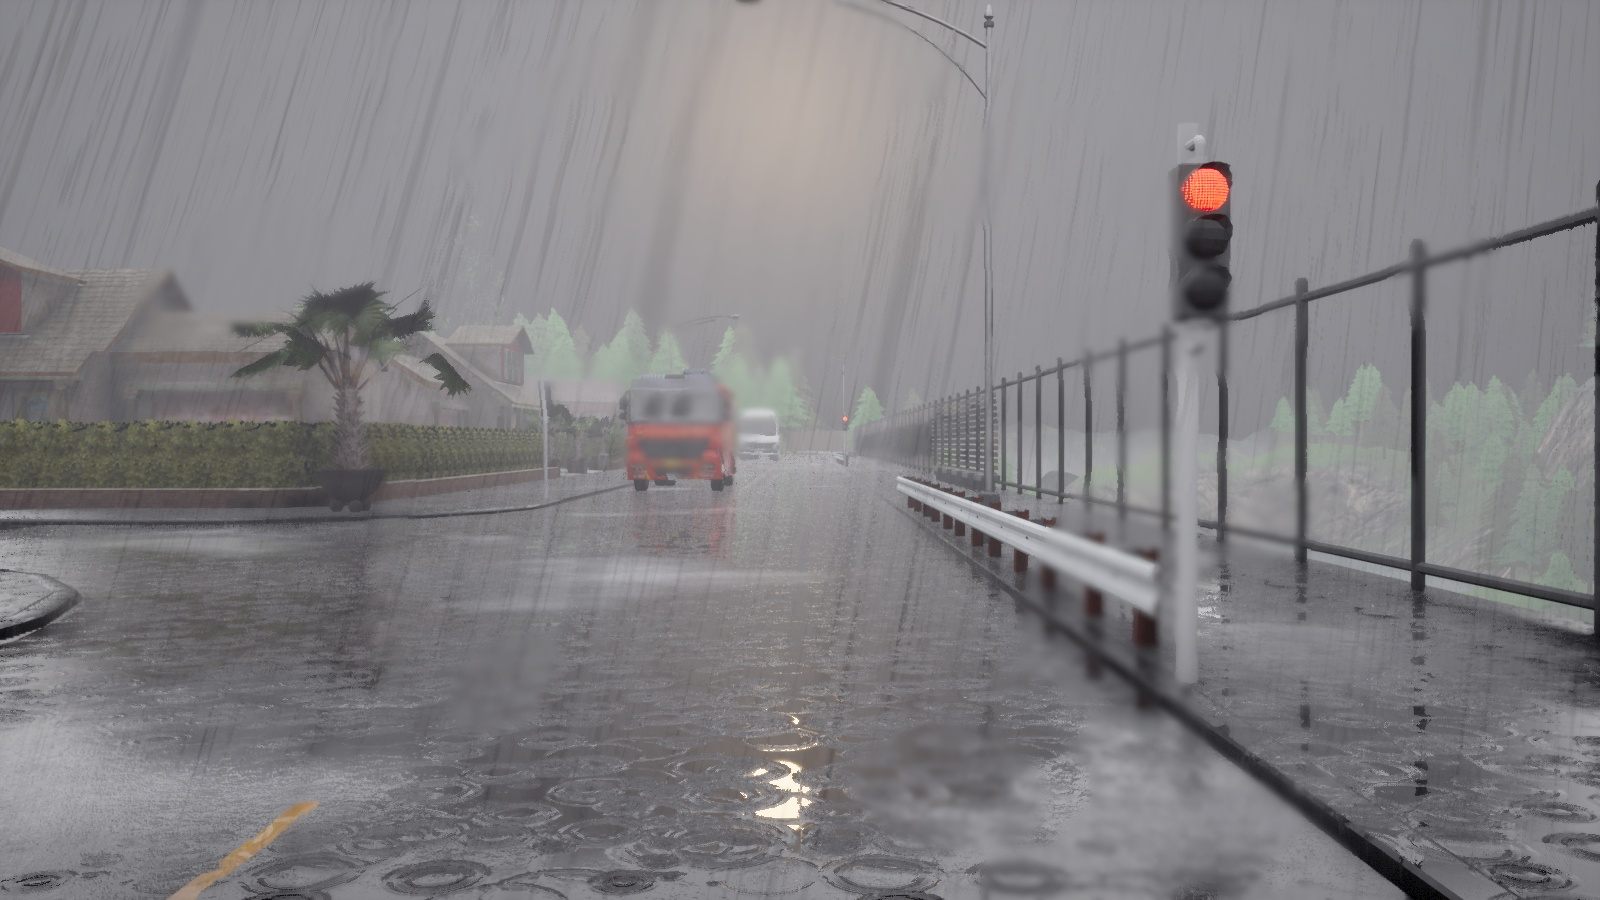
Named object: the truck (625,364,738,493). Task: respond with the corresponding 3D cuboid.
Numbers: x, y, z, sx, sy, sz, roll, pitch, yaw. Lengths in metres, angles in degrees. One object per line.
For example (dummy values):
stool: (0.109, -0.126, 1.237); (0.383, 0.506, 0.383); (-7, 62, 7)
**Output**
truck: (-3.747, -0.656, 41.568); (2.891, 3.827, 8.468); (0, 0, 0)
